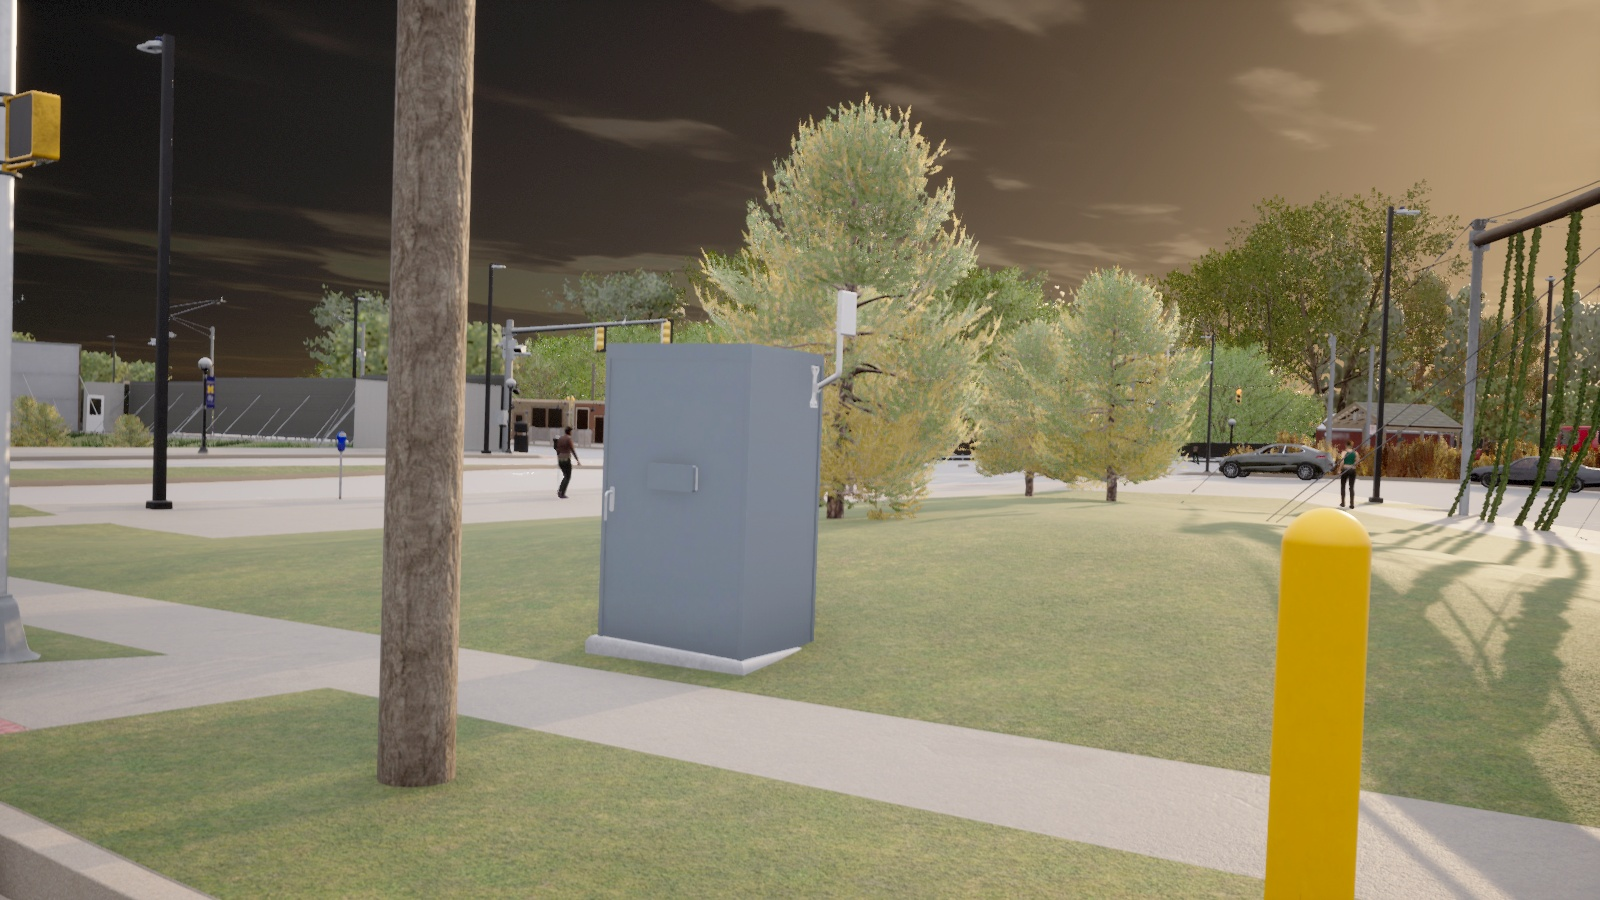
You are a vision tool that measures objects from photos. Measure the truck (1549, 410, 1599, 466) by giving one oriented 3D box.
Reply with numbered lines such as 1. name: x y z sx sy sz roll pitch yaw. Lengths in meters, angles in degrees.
1. truck: 51.438 -0.732 78.077 7.936 3.462 2.891 2 2 42

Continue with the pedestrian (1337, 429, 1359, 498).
1. pedestrian: 14.670 0.357 33.621 0.345 1.836 0.594 1 2 9

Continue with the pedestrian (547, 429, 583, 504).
1. pedestrian: -5.772 0.392 30.844 0.328 1.805 0.869 2 2 34

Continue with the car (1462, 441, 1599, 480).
1. car: 30.595 0.412 52.045 5.357 1.411 2.033 2 3 34

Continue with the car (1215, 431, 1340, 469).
1. car: 22.013 -0.019 57.931 5.027 1.651 2.152 0 1 34
